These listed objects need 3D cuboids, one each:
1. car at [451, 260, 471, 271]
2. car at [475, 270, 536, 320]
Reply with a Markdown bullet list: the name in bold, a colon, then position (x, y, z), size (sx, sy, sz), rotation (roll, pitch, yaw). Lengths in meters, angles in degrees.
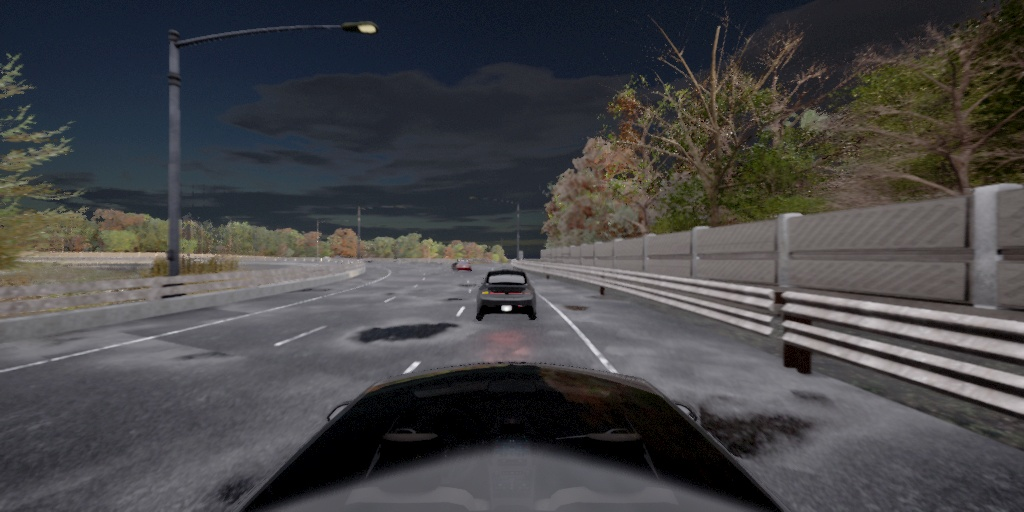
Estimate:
- **car**: position (-6.638, 1.253, 46.576), size (1.994, 1.385, 4.181), rotation (0, 0, -20)
- **car**: position (-0.223, 1.242, 12.635), size (1.837, 1.490, 4.892), rotation (1, 0, -2)
